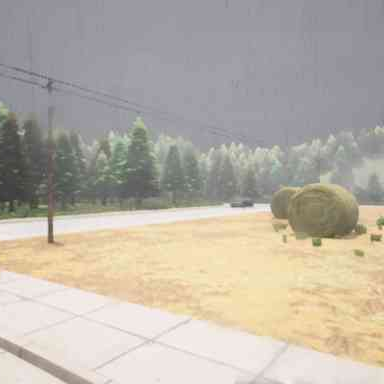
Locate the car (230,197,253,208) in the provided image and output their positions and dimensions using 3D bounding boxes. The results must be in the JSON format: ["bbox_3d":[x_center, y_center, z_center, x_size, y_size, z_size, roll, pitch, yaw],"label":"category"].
[{"bbox_3d":[7.828,1.601,52.242,2.097,1.767,4.553,-1,0,37],"label":"car"}]
